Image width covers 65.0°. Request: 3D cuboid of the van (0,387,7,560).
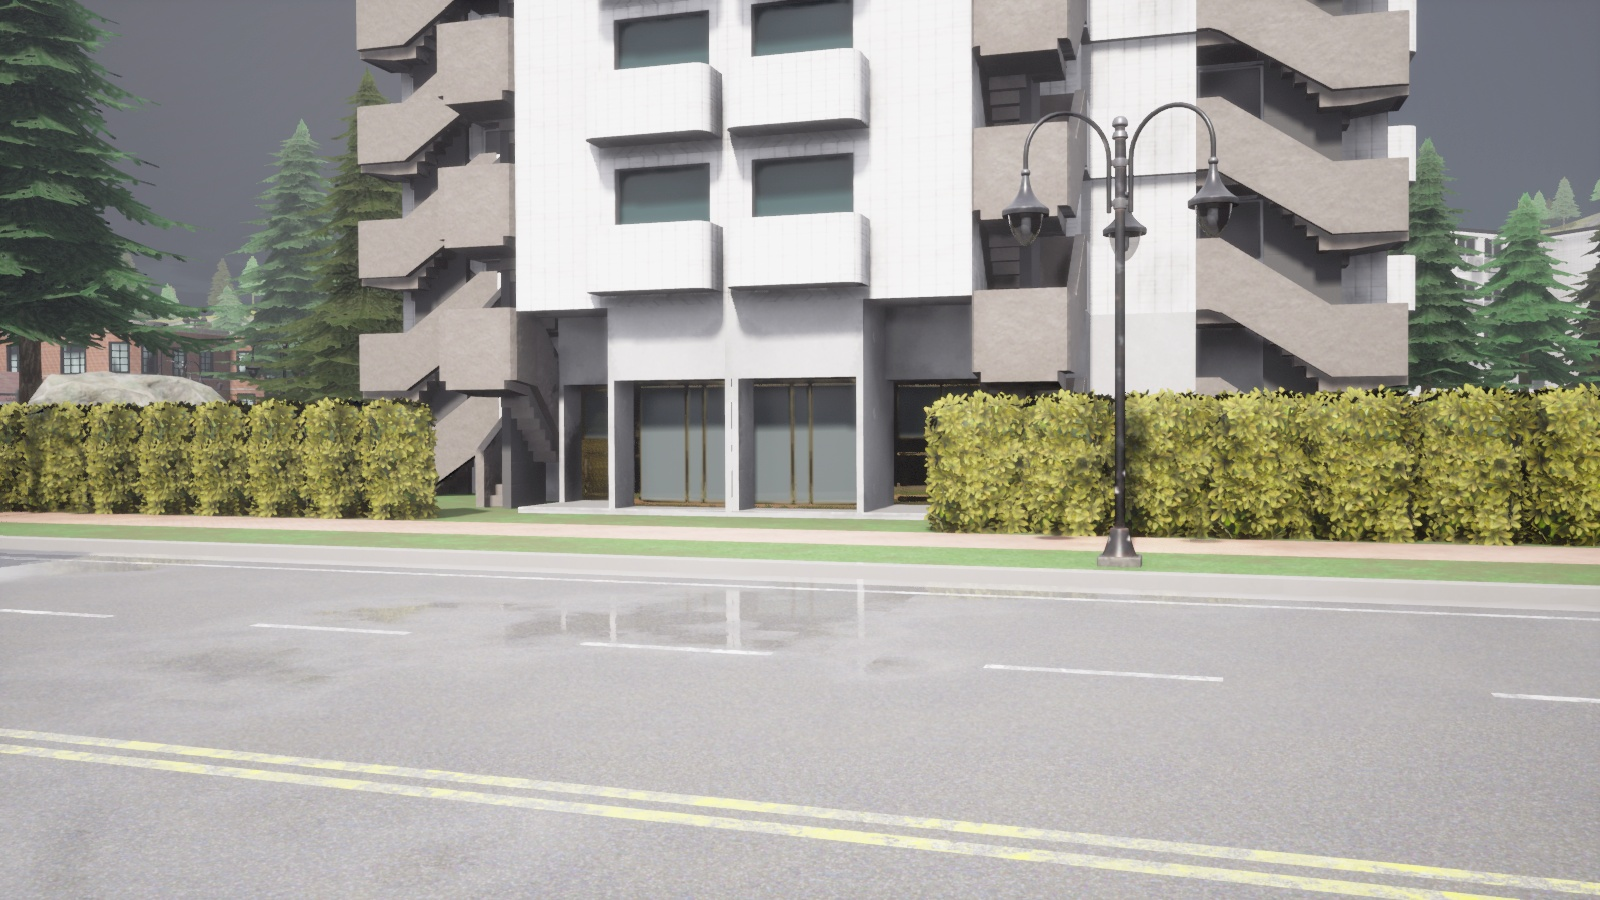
[{"bbox_3d":[-11.818,0.273,14.549,4.480,2.038,2.069,1,1,19],"label":"van"}]
